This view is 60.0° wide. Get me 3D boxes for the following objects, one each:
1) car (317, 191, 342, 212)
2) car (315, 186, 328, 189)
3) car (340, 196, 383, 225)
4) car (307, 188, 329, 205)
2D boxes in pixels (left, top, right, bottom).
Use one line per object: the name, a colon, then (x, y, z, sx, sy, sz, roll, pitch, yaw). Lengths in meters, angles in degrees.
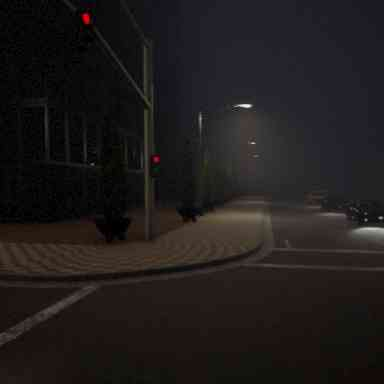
car: (12.447, 0.920, 29.053, 1.812, 1.442, 4.674, 0, 1, 12)
car: (22.395, 0.049, 57.880, 2.150, 2.045, 5.566, 0, 1, 12)
car: (10.361, 1.135, 19.448, 1.994, 1.385, 4.181, 0, 1, 12)
car: (14.681, 0.686, 39.119, 1.882, 1.535, 5.008, 0, 1, 12)
